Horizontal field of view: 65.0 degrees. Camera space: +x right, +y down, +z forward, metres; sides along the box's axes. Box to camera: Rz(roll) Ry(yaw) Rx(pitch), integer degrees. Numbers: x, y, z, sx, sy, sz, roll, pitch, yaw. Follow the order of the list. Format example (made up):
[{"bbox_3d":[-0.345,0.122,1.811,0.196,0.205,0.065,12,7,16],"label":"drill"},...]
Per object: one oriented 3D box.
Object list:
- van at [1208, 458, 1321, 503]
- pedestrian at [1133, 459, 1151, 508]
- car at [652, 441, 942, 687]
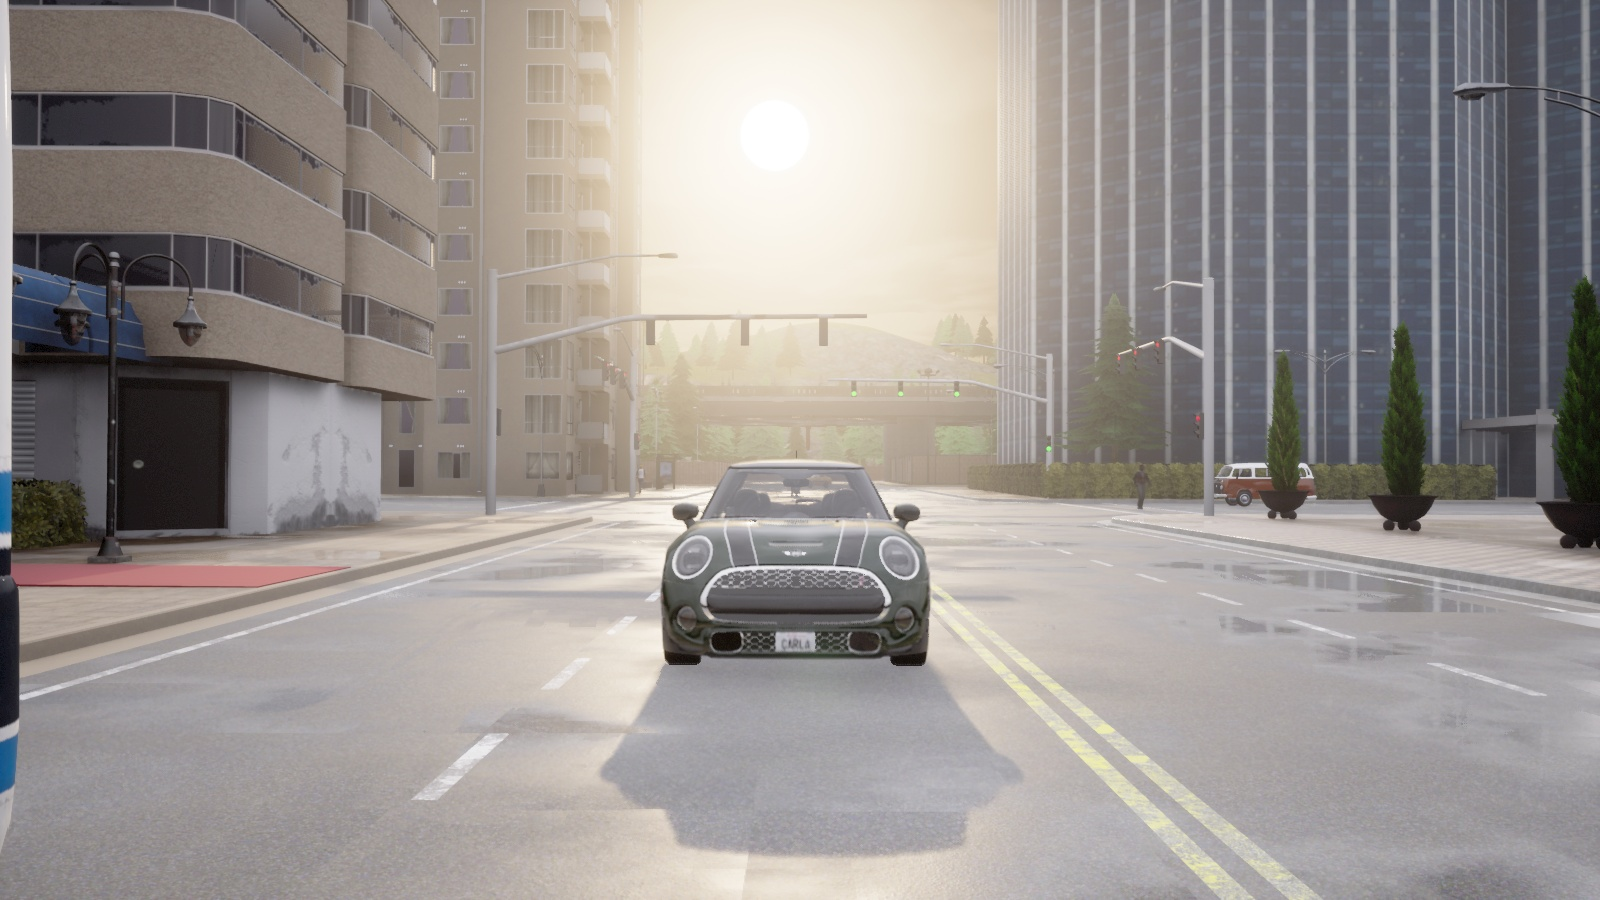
[{"bbox_3d":[21.638,1.433,58.627,4.480,2.038,2.069,0,-1,-1],"label":"van"},{"bbox_3d":[13.642,1.345,50.065,0.402,1.930,0.666,0,-1,-13],"label":"pedestrian"},{"bbox_3d":[-0.030,0.864,11.374,2.097,1.767,4.553,0,-1,0],"label":"car"}]
